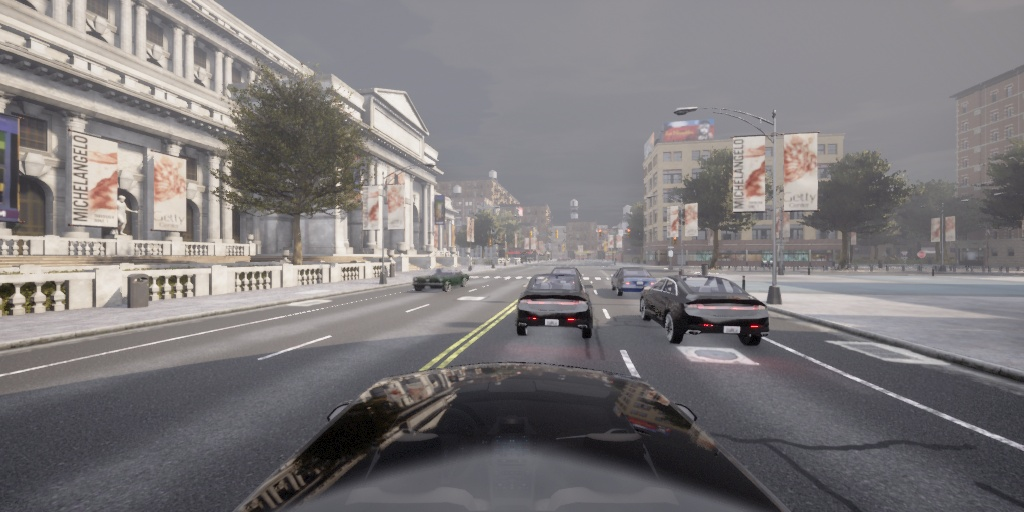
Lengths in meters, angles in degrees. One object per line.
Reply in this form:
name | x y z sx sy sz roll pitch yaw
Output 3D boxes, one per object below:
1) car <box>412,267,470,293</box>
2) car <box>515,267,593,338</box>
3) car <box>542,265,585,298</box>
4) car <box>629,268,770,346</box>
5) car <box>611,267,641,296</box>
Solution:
car | -4.052 1.351 21.074 1.895 1.301 4.718 0 0 11
car | 1.265 1.242 10.248 2.128 1.511 4.902 0 0 9
car | 2.937 1.297 19.724 2.033 1.411 5.357 0 0 11
car | 4.701 1.242 9.474 2.128 1.511 4.902 0 0 9
car | 6.386 1.297 19.080 2.033 1.411 5.357 0 0 11
